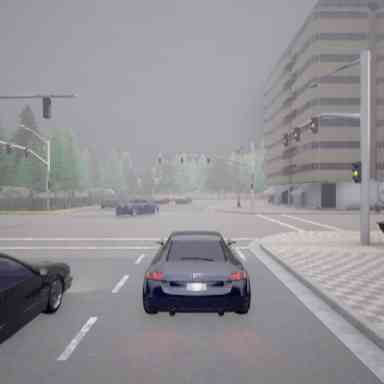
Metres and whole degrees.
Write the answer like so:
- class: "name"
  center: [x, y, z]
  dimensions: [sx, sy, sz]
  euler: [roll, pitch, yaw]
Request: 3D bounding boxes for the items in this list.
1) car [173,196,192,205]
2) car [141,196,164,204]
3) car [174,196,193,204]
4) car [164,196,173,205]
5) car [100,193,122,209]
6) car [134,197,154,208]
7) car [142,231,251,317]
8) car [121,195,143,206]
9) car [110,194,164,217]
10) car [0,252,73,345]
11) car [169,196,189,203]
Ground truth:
- class: "car"
  center: [-1.354, 1.520, 58.782]
  dimensions: [1.812, 1.442, 4.674]
  euler: [0, 0, 17]
- class: "car"
  center: [-7.384, 1.541, 63.245]
  dimensions: [2.033, 1.411, 5.357]
  euler: [0, 0, 21]
- class: "car"
  center: [-1.718, 1.557, 67.205]
  dimensions: [1.994, 1.385, 4.181]
  euler: [0, 0, 28]
- class: "car"
  center: [-5.398, 1.472, 57.911]
  dimensions: [1.882, 1.535, 5.008]
  euler: [0, 0, 15]
- class: "car"
  center: [-10.433, 1.217, 44.380]
  dimensions: [2.150, 2.045, 5.566]
  euler: [0, 0, 2]
- class: "car"
  center: [-6.859, 1.543, 48.040]
  dimensions: [2.033, 1.411, 5.357]
  euler: [0, 0, 2]
- class: "car"
  center: [0.088, 1.563, 7.589]
  dimensions: [1.994, 1.385, 4.181]
  euler: [0, 0, 0]
- class: "car"
  center: [-9.617, 1.347, 53.814]
  dimensions: [2.097, 1.767, 4.553]
  euler: [0, 0, 8]
- class: "car"
  center: [-5.199, 1.379, 32.057]
  dimensions: [2.097, 1.767, 4.553]
  euler: [0, 0, 32]
- class: "car"
  center: [-3.429, 1.547, 4.554]
  dimensions: [2.033, 1.411, 5.357]
  euler: [0, 0, 0]
- class: "car"
  center: [-2.769, 1.517, 72.384]
  dimensions: [1.812, 1.442, 4.674]
  euler: [0, 0, 34]
